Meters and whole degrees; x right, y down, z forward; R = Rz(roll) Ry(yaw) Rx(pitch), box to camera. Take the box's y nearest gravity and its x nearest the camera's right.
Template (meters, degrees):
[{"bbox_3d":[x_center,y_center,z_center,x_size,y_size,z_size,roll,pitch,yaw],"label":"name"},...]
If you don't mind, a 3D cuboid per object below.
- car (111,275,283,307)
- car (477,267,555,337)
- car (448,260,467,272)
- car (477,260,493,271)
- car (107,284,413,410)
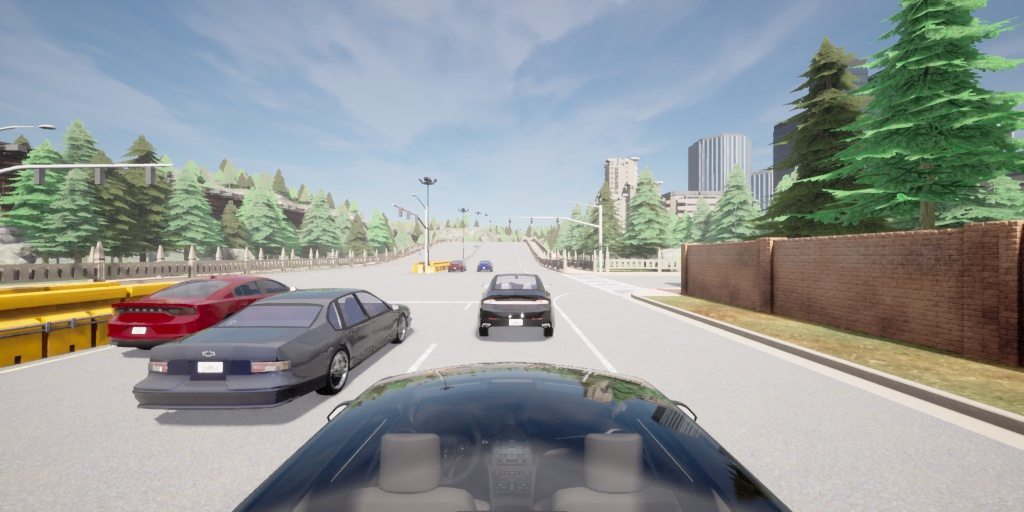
[{"bbox_3d":[-6.898,1.228,9.108,1.882,1.535,5.008,0,0,0],"label":"car"},{"bbox_3d":[0.130,1.242,10.289,2.128,1.511,4.902,0,0,1],"label":"car"},{"bbox_3d":[-6.887,1.276,45.375,1.812,1.442,4.674,0,0,0],"label":"car"},{"bbox_3d":[-3.391,1.276,45.774,1.812,1.442,4.674,0,0,0],"label":"car"},{"bbox_3d":[-3.398,1.297,6.544,2.033,1.411,5.357,0,0,0],"label":"car"}]
